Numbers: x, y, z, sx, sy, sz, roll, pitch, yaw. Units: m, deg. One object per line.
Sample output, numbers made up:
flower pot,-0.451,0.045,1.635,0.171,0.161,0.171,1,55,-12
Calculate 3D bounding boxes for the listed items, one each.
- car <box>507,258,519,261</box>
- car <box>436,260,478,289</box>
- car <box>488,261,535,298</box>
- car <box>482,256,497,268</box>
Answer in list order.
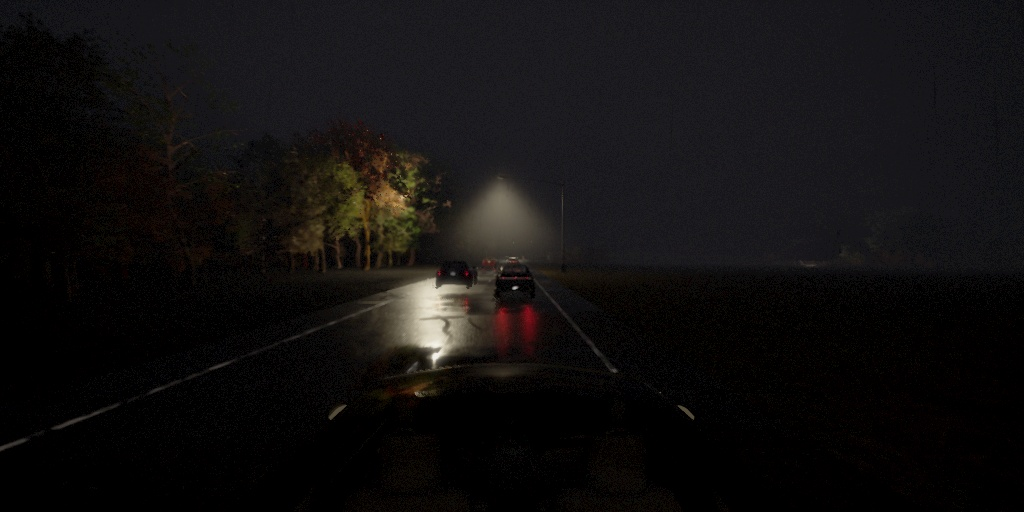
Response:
car,0.198,1.032,52.989,2.128,1.511,4.902,0,0,0
car,-3.358,1.018,22.548,2.097,1.767,4.553,0,0,0
car,0.133,1.179,17.972,2.128,1.511,4.902,0,0,0
car,-3.300,0.884,54.075,2.097,1.767,4.553,0,0,0
